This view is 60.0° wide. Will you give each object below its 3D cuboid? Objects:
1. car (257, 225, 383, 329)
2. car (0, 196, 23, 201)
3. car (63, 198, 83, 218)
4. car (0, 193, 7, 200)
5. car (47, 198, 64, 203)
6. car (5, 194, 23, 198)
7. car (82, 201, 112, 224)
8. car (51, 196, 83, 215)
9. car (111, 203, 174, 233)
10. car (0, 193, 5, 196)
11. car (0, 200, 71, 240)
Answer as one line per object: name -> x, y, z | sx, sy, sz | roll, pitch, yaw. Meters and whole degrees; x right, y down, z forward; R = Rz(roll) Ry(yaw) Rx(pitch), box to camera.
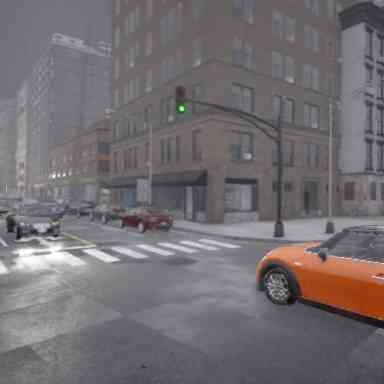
car -> 3.347, 1.380, 6.034 | 2.097, 1.767, 4.553 | 1, 0, -36
car -> -15.357, 1.336, 26.836 | 2.033, 1.411, 5.357 | 1, 0, -36
car -> -9.192, 1.454, 28.312 | 1.947, 1.339, 4.313 | 2, -1, -36
car -> -44.438, 1.017, 77.553 | 1.947, 1.339, 4.313 | 2, -1, -36
car -> -12.024, 1.390, 27.503 | 2.033, 1.411, 5.357 | 1, 0, -36
car -> -31.618, 1.042, 59.648 | 1.967, 1.590, 4.097 | 2, -1, -36
car -> -5.988, 1.482, 23.835 | 2.008, 1.369, 4.403 | 2, -1, -36
car -> -12.393, 1.286, 32.790 | 1.967, 1.590, 4.097 | 2, -1, -36
car -> -2.784, 1.518, 19.359 | 1.887, 1.381, 4.507 | 2, -1, -36
car -> -41.331, 1.011, 73.215 | 1.752, 1.417, 4.829 | 2, -1, -36
car -> -7.919, 1.379, 16.445 | 2.128, 1.511, 4.902 | 1, 0, -36
